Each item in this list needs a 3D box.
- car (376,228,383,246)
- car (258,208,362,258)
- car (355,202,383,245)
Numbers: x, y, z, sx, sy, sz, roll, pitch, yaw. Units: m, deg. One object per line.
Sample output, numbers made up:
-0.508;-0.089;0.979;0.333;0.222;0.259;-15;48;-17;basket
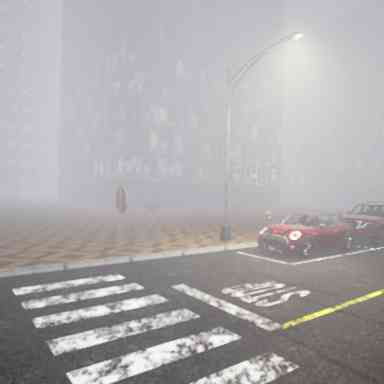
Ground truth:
6.343;1.586;7.242;4.902;1.511;2.128;1;0;-36;car
4.430;1.489;12.882;4.097;1.590;1.967;1;1;-36;car
8.992;1.437;16.211;5.009;1.841;2.192;1;1;-36;car
